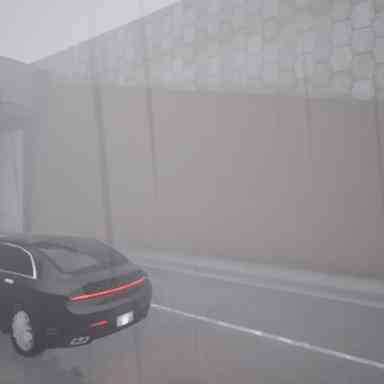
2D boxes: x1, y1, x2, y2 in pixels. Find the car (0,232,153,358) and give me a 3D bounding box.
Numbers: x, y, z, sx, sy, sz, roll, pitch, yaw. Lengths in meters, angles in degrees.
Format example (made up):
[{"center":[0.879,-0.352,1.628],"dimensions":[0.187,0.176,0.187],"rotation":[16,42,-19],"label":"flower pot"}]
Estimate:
[{"center":[-2.904,1.508,6.057],"dimensions":[4.892,1.490,1.837],"rotation":[1,0,36],"label":"car"}]
